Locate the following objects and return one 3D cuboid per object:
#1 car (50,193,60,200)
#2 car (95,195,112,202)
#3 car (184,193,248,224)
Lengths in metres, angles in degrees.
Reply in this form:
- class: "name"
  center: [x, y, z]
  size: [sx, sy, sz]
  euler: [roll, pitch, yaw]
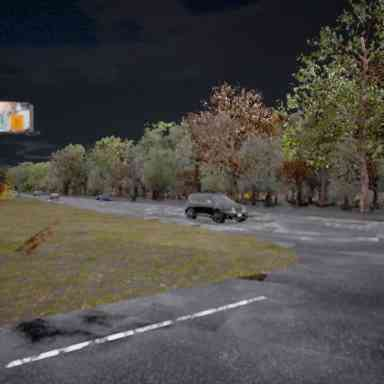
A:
- class: "car"
  center: [-31.524, 0.993, 76.552]
  size: [1.882, 1.535, 5.008]
  euler: [0, 0, -27]
- class: "car"
  center: [-17.184, 1.247, 64.292]
  size: [1.895, 1.301, 4.718]
  euler: [0, 0, -34]
- class: "car"
  center: [1.601, 1.133, 24.150]
  size: [2.150, 2.045, 5.566]
  euler: [0, 0, -34]
